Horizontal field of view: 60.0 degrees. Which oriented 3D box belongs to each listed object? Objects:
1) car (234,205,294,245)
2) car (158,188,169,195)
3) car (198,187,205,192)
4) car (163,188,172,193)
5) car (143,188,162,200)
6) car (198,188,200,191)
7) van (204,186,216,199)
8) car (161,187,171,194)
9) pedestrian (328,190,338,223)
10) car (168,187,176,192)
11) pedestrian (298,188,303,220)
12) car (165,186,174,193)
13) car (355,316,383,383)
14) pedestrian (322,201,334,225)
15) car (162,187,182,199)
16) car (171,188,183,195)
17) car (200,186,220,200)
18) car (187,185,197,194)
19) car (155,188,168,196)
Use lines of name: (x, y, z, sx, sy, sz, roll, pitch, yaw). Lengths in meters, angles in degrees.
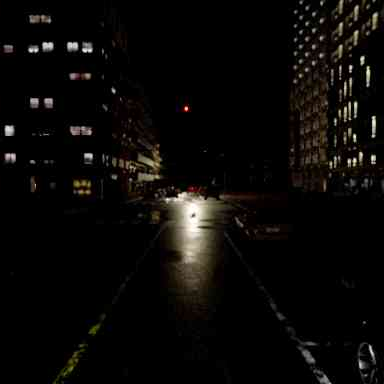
car: (2.688, 1.178, 13.380, 1.752, 1.417, 4.829, 0, 1, 0)
car: (-5.688, -0.148, 67.712, 1.887, 1.381, 4.507, 0, 1, 0)
car: (2.695, -0.827, 95.507, 1.752, 1.417, 4.829, 0, 1, 0)
car: (-5.687, -0.374, 78.765, 1.802, 1.307, 4.206, 0, 1, 0)
car: (-5.689, 0.394, 45.613, 2.008, 1.369, 4.403, 0, 1, 0)
car: (2.691, -0.378, 67.706, 2.192, 1.841, 5.009, 0, 1, 0)
van: (2.690, 0.049, 51.132, 1.690, 1.788, 3.998, 0, 1, 0)
car: (-5.688, -0.384, 73.236, 1.967, 1.590, 4.097, 0, 1, 0)
pedestrian: (7.748, 0.795, 18.481, 0.375, 1.860, 0.375, 0, 2, 0)
car: (-5.685, -0.819, 95.168, 1.752, 1.417, 4.829, 0, 1, 0)
pedestrian: (6.136, 0.650, 19.077, 0.375, 1.860, 0.375, 0, 2, 0)
car: (-5.687, -0.647, 84.286, 1.967, 1.590, 4.097, 0, 1, 0)
car: (2.686, 1.512, 1.949, 1.947, 1.339, 4.313, 0, 1, 0)
pedestrian: (7.137, 1.202, 17.892, 0.500, 1.100, 0.500, 0, 2, 0)
car: (-3.070, 0.249, 51.375, 2.033, 1.411, 5.357, 0, 1, 0)
car: (-2.992, -0.146, 67.646, 2.033, 1.411, 5.357, 0, 2, 0)
car: (2.690, 0.159, 45.607, 2.192, 1.841, 5.009, 0, 1, 0)
car: (0.006, -0.627, 74.403, 2.150, 2.045, 5.566, 0, 1, 0)
car: (-5.688, -0.009, 62.188, 2.008, 1.369, 4.403, 0, 1, 0)
